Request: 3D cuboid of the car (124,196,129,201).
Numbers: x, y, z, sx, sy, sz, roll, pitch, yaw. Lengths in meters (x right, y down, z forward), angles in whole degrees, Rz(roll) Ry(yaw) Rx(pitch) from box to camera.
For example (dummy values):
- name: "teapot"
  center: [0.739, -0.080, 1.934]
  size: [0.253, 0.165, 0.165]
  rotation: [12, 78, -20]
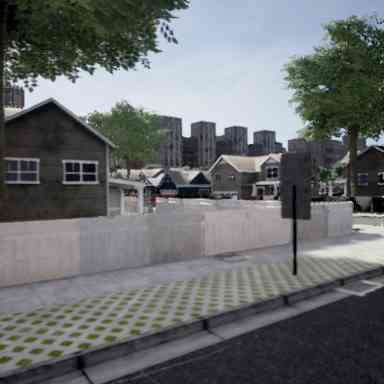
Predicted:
- name: "car"
  center: [-10.621, 1.348, 52.631]
  size: [1.812, 1.442, 4.674]
  rotation: [-1, 0, -35]
